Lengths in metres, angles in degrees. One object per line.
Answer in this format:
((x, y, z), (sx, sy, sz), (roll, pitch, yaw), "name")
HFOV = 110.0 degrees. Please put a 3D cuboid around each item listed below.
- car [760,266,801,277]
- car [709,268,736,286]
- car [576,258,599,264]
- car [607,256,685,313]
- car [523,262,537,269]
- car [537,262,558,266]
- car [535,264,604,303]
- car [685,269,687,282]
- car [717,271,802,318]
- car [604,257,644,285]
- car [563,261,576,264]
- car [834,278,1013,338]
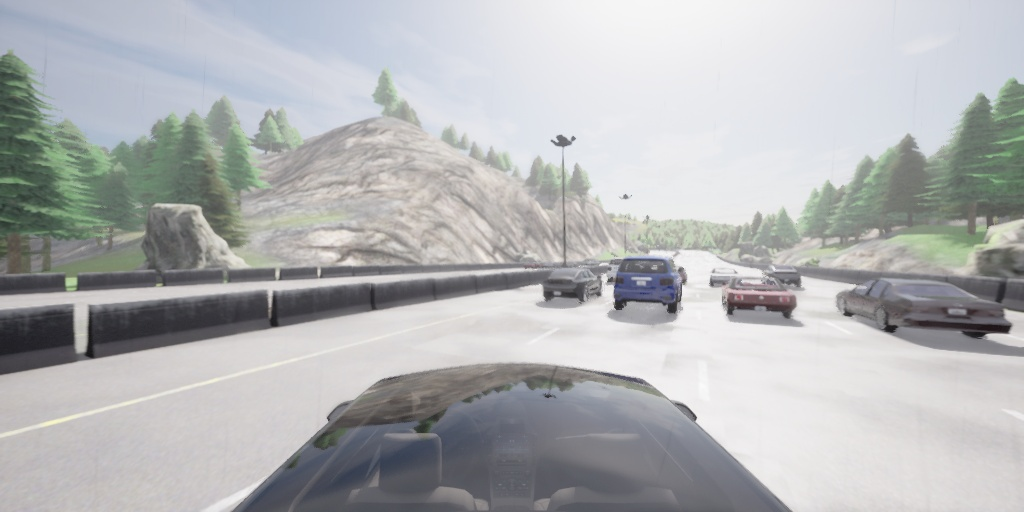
((19.172, 1.422, 25.719), (2.128, 1.511, 4.902), (0, 0, 28), "car")
((15.789, 1.527, 26.802), (1.895, 1.301, 4.718), (0, 0, 28), "car")
((13.122, 1.370, 60.319), (2.150, 2.045, 5.566), (0, 0, 28), "car")
((5.641, 1.030, 14.603), (2.150, 2.045, 5.566), (0, 0, 28), "car")
((3.740, 1.751, 64.994), (1.895, 1.301, 4.718), (0, 0, 28), "car")
((6.887, 1.697, 63.468), (2.033, 1.411, 5.357), (0, 0, 28), "car")
((3.026, 1.322, 17.151), (1.837, 1.490, 4.892), (0, 0, 28), "car")
((13.112, 1.499, 29.233), (1.994, 1.385, 4.181), (0, 0, 28), "car")
((8.972, 1.411, 13.419), (1.895, 1.301, 4.718), (0, 0, 28), "car")
((9.352, 1.147, 29.597), (2.150, 2.045, 5.566), (0, 0, 27), "car")
((10.016, 1.654, 61.933), (1.837, 1.490, 4.892), (0, 0, 27), "car")
((11.374, 1.346, 10.457), (2.033, 1.411, 5.357), (0, 0, 27), "car")
